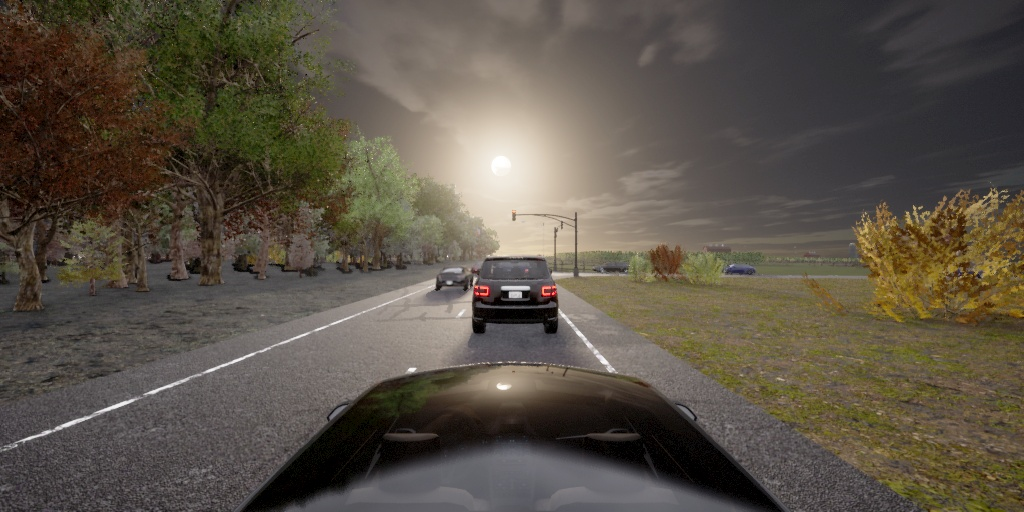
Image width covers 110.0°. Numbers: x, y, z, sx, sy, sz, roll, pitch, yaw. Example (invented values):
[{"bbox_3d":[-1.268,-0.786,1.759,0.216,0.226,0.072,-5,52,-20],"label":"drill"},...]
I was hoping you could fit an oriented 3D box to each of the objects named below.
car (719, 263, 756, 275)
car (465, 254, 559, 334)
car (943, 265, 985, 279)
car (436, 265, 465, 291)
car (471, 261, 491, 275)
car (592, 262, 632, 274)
[{"bbox_3d":[27.436,1.633,44.140,4.674,1.442,1.812,1,-1,0],"label":"car"},{"bbox_3d":[0.078,0.974,10.813,2.150,2.045,5.566,0,0,0],"label":"car"},{"bbox_3d":[50.293,1.775,40.462,5.008,1.535,1.882,1,-1,1],"label":"car"},{"bbox_3d":[-3.447,1.280,22.023,1.812,1.442,4.674,0,0,0],"label":"car"},{"bbox_3d":[-3.483,1.321,40.857,1.994,1.385,4.181,0,0,0],"label":"car"},{"bbox_3d":[12.447,1.453,44.440,4.892,1.490,1.837,1,-1,3],"label":"car"}]
